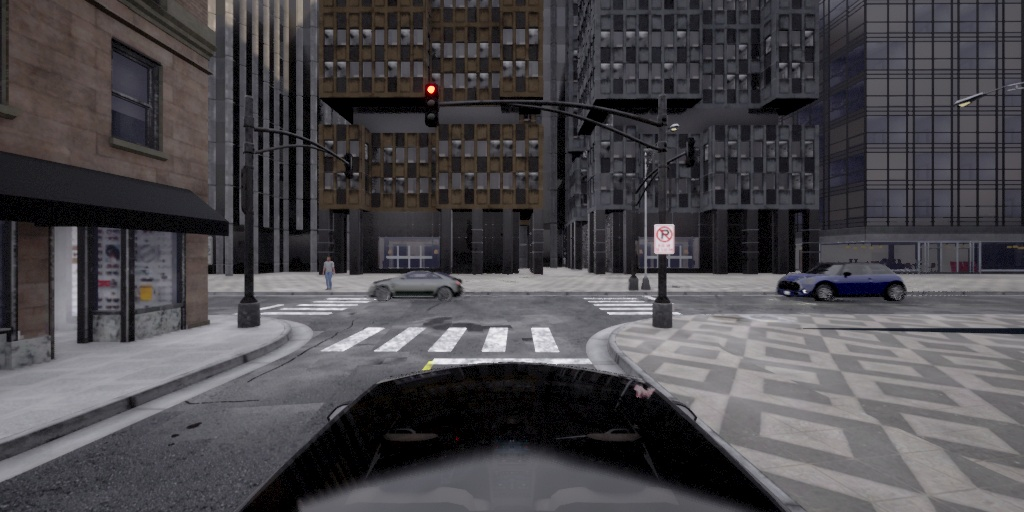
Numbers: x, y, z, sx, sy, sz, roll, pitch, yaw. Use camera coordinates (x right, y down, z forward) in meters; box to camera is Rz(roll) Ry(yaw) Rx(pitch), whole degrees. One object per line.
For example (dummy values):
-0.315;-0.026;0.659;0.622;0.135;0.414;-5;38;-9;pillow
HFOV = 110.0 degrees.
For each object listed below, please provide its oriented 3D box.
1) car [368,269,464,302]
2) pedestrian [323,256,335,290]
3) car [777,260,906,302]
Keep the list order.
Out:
-4.290;1.315;16.403;4.181;1.385;1.994;0;0;0;car
-9.929;0.900;19.476;0.375;1.860;0.375;0;0;0;pedestrian
14.743;1.076;16.273;4.553;1.767;2.097;0;0;0;car
